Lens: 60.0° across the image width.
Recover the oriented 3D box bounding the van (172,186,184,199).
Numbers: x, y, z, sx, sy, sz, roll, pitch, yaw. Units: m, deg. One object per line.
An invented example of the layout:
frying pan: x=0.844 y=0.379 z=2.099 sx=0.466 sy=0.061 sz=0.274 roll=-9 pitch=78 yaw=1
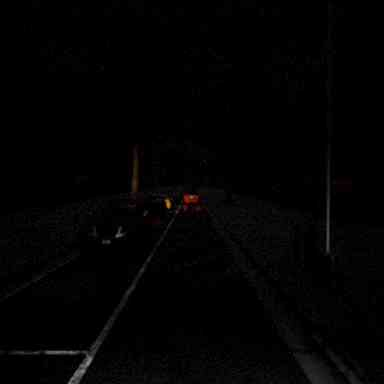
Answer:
van: x=-2.641 y=0.295 z=57.120 sx=1.690 sy=1.788 sz=3.998 roll=0 pitch=2 yaw=0

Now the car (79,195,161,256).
car: x=-2.650 y=1.201 z=12.767 sx=2.192 sy=1.841 sz=5.009 roll=-1 pitch=1 yaw=0

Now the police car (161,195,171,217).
police car: x=-3.013 y=1.082 z=26.847 sx=1.930 sy=1.638 sz=5.238 roll=0 pitch=1 yaw=0

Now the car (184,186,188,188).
car: x=0.004 y=0.234 z=60.441 sx=2.097 sy=1.767 sz=4.553 roll=0 pitch=2 yaw=0

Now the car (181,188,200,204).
car: x=0.003 y=0.675 z=44.194 sx=2.097 sy=1.767 sz=4.553 roll=0 pitch=1 yaw=1

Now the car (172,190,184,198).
car: x=-2.642 y=0.336 z=62.669 sx=2.008 sy=1.369 sz=4.403 roll=1 pitch=2 yaw=0

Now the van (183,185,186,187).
van: x=-2.638 y=-0.054 z=68.205 sx=1.690 sy=1.788 sz=3.998 roll=1 pitch=2 yaw=0

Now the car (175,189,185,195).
car: x=-2.640 y=-0.023 z=73.754 sx=1.947 sy=1.339 sz=4.313 roll=1 pitch=2 yaw=0

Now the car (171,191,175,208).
car: x=-3.021 y=0.999 z=33.737 sx=1.882 sy=1.535 sz=5.008 roll=0 pitch=1 yaw=0

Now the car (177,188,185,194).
car: x=-2.639 y=-0.211 z=79.291 sx=1.802 sy=1.307 sz=4.206 roll=1 pitch=2 yaw=0
